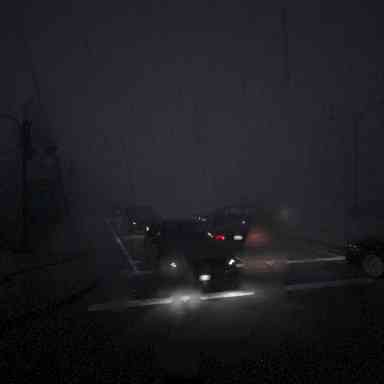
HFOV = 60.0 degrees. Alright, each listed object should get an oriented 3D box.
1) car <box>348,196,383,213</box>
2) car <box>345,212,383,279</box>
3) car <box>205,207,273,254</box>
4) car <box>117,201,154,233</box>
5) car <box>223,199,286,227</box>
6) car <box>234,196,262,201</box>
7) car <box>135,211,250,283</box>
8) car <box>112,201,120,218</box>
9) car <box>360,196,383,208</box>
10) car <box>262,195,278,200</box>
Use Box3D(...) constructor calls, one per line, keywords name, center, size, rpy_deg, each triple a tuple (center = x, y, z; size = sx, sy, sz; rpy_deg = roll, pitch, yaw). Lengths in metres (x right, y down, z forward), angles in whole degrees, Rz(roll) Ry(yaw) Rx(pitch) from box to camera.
Box3D(name="car", center=(15.633, 1.356, 29.149), size=(1.970, 1.475, 3.806), rpy_deg=(0, 0, -17))
Box3D(name="car", center=(6.517, 1.476, 8.220), size=(5.008, 1.535, 1.882), rpy_deg=(0, 0, 40))
Box3D(name="car", center=(1.355, 1.538, 13.394), size=(2.033, 1.411, 5.357), rpy_deg=(0, 0, -3))
Box3D(name="car", center=(-3.083, 1.529, 19.933), size=(2.033, 1.411, 5.357), rpy_deg=(0, 0, -17))
Box3D(name="car", center=(2.858, 1.467, 19.899), size=(5.357, 1.411, 2.033), rpy_deg=(-3, 1, -15))
Box3D(name="car", center=(7.433, 1.288, 46.124), size=(2.007, 1.523, 4.514), rpy_deg=(0, 0, -17))
Box3D(name="car", center=(-0.371, 1.543, 10.093), size=(2.033, 1.411, 5.357), rpy_deg=(0, 0, -14))
Box3D(name="car", center=(-6.222, 1.515, 30.091), size=(2.033, 1.411, 5.357), rpy_deg=(0, 0, -17))
Box3D(name="car", center=(23.971, 1.274, 43.118), size=(1.845, 1.501, 3.633), rpy_deg=(0, 0, -17))
Box3D(name="car", center=(10.423, 1.278, 47.074), size=(2.152, 1.636, 5.027), rpy_deg=(0, 0, -17))
